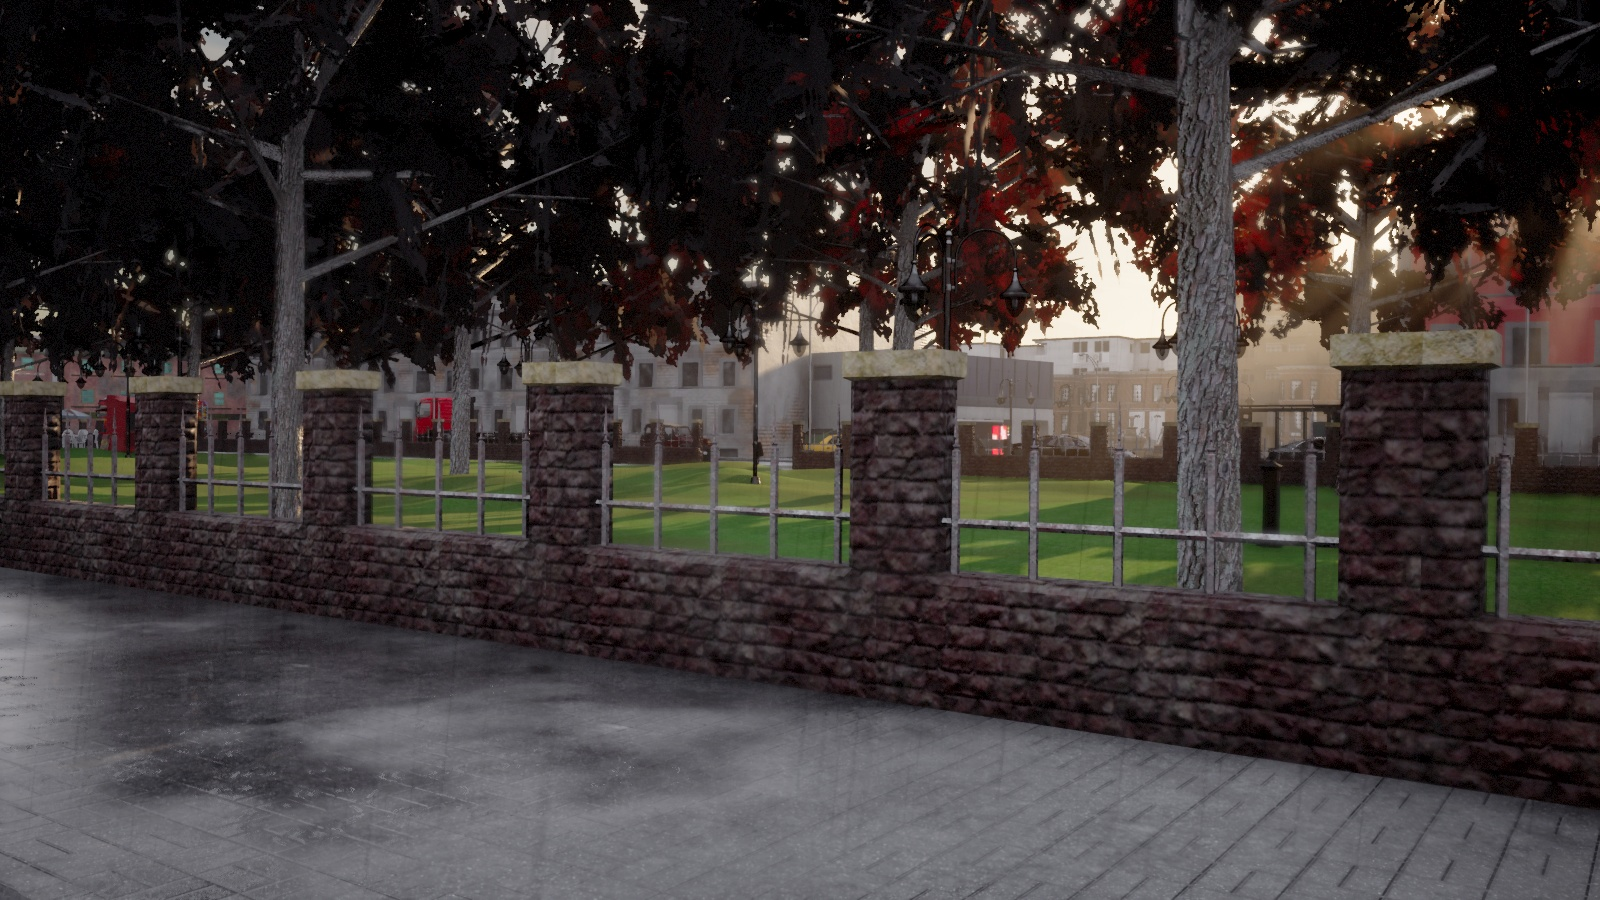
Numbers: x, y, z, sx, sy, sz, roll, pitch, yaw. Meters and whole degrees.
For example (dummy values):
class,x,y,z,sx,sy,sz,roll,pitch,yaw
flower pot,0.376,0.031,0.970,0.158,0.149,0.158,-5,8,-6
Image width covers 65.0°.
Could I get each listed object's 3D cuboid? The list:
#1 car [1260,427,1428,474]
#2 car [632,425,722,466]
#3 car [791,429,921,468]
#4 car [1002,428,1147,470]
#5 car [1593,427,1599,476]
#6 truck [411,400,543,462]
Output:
class,x,y,z,sx,sy,sz,roll,pitch,yaw
car,18.149,-0.001,41.978,4.892,1.490,1.837,0,1,35
car,-5.764,-0.223,58.789,3.866,1.878,1.905,0,1,35
car,2.332,-0.076,53.101,5.366,1.575,1.801,0,1,35
car,10.341,-0.054,47.469,4.902,1.511,2.128,0,1,35
car,25.908,0.024,36.535,4.674,1.442,1.812,0,1,36
truck,-18.764,-1.073,72.776,7.936,3.462,2.891,0,1,35
